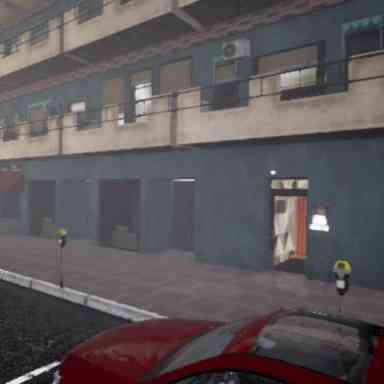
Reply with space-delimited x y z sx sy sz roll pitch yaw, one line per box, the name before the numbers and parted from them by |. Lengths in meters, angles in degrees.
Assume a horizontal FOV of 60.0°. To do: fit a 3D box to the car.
car | 0.663 1.580 2.389 4.206 1.307 1.802 0 1 35
